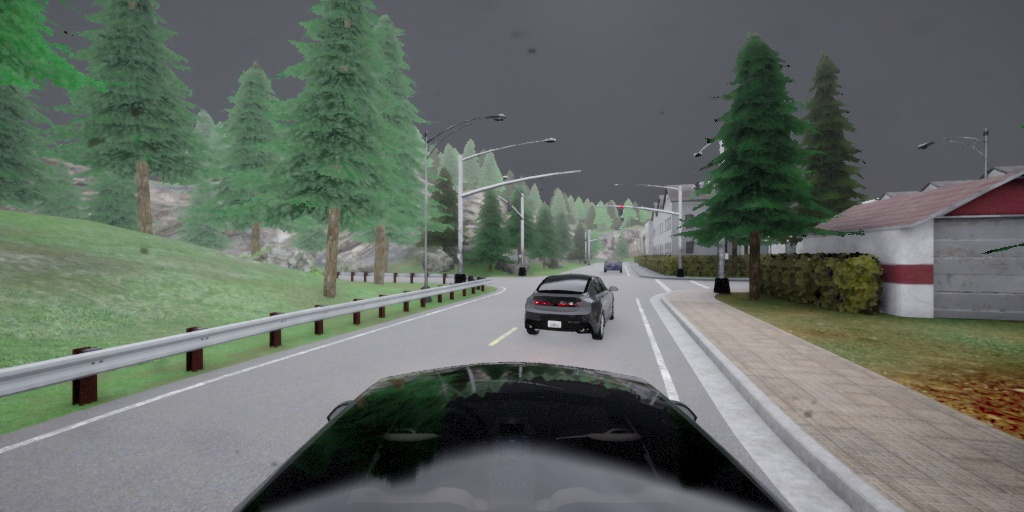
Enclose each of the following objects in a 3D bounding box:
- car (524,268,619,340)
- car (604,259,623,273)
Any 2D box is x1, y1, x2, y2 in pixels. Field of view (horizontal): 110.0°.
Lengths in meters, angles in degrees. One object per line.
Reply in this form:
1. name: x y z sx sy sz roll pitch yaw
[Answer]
1. car: 1.800 1.255 10.152 1.837 1.490 4.892 0 0 21
2. car: 12.385 1.102 43.829 2.097 1.767 4.553 0 0 17
